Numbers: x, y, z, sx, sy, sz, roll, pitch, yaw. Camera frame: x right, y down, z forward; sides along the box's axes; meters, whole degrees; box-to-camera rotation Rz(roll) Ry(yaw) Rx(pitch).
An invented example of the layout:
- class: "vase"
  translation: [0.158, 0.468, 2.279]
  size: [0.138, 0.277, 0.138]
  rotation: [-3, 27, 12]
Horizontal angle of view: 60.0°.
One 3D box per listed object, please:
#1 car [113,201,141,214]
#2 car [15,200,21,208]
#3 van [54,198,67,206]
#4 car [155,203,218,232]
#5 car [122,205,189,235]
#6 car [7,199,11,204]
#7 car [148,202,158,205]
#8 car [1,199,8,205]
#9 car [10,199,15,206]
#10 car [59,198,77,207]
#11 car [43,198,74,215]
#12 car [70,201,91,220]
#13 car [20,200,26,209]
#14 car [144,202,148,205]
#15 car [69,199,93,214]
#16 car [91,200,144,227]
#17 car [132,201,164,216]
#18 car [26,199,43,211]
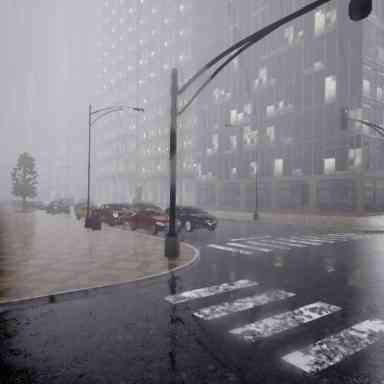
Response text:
- class: "car"
  translation: [-8.506, 1.974, 42.958]
  size: [1.752, 1.417, 4.829]
  rotation: [1, -1, -35]
- class: "car"
  translation: [-28.314, 2.062, 56.634]
  size: [1.887, 1.381, 4.507]
  rotation: [1, -1, -35]
- class: "van"
  translation: [-27.969, 2.117, 70.753]
  size: [1.690, 1.788, 3.998]
  rotation: [1, -1, -35]
- class: "car"
  translation: [-0.286, 1.634, 21.139]
  size: [1.837, 1.490, 4.892]
  rotation: [1, -1, -33]
- class: "car"
  translation: [-2.233, 1.662, 19.391]
  size: [1.802, 1.307, 4.206]
  rotation: [1, -1, -35]
- class: "car"
  translation: [-34.834, 2.209, 65.944]
  size: [1.802, 1.307, 4.206]
  rotation: [1, -1, -35]
- class: "car"
  translation: [-5.104, 1.815, 33.591]
  size: [1.837, 1.490, 4.892]
  rotation: [1, -1, -35]
- class: "car"
  translation: [-41.355, 2.287, 75.255]
  size: [2.008, 1.369, 4.403]
  rotation: [1, -1, -35]
- class: "car"
  translation: [-31.574, 2.123, 61.289]
  size: [2.008, 1.369, 4.403]
  rotation: [1, -1, -35]
- class: "car"
  translation: [-24.709, 2.036, 66.098]
  size: [2.192, 1.841, 5.009]
  rotation: [1, -1, -35]
- class: "car"
  translation: [-15.273, 1.739, 38.014]
  size: [1.967, 1.590, 4.097]
  rotation: [1, -1, -35]
- class: "car"
  translation: [-8.655, 1.713, 28.563]
  size: [1.752, 1.417, 4.829]
  rotation: [1, -1, -35]
- class: "car"
  translation: [-25.054, 2.029, 51.979]
  size: [1.947, 1.339, 4.313]
  rotation: [1, -1, -35]
- class: "car"
  translation: [-6.051, 1.731, 29.375]
  size: [1.837, 1.490, 4.892]
  rotation: [1, -1, -35]
- class: "car"
  translation: [-11.971, 1.817, 37.849]
  size: [2.128, 1.511, 4.902]
  rotation: [1, -1, -35]
- class: "car"
  translation: [-5.493, 1.575, 24.048]
  size: [1.967, 1.590, 4.097]
  rotation: [1, -1, -35]
- class: "car"
  translation: [-5.149, 1.833, 38.164]
  size: [1.967, 1.590, 4.097]
  rotation: [1, -1, -35]
- class: "car"
  translation: [-21.794, 1.959, 47.323]
  size: [2.008, 1.369, 4.403]
  rotation: [1, -1, -35]
